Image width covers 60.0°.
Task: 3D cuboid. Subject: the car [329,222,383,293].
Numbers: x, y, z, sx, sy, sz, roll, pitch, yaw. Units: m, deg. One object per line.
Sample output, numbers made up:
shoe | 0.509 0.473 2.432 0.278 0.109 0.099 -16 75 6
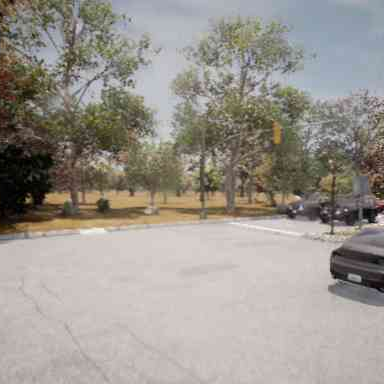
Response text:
car | 5.658 1.767 9.023 4.892 1.490 1.837 2 1 -36

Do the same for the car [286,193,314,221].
car | 10.060 1.166 27.161 5.566 2.045 2.150 0 2 -38

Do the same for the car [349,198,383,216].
car | 17.840 1.431 33.226 5.008 1.535 1.882 0 2 -38

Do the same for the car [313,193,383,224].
car | 11.695 1.289 24.640 5.566 2.045 2.150 0 2 -38
